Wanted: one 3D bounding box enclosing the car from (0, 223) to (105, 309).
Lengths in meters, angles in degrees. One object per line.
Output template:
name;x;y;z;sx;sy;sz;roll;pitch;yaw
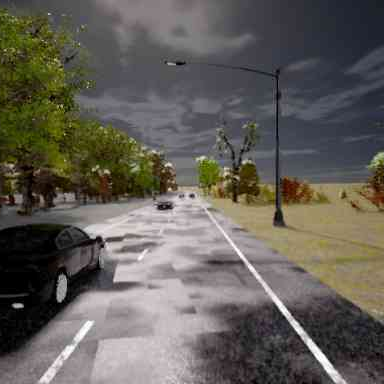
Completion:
car;-3.504;1.475;7.970;1.882;1.535;5.008;0;0;0

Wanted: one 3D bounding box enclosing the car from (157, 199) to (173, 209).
car;-3.523;1.566;44.660;1.895;1.301;4.718;0;0;0
